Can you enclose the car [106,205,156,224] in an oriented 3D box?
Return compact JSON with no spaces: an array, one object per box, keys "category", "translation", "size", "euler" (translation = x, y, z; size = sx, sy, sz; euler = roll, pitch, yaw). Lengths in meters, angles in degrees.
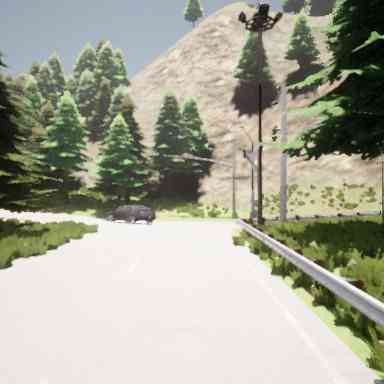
[{"category":"car","translation":[-5.078,1.793,27.232],"size":[4.902,1.511,2.128],"euler":[-1,-4,41]}]
